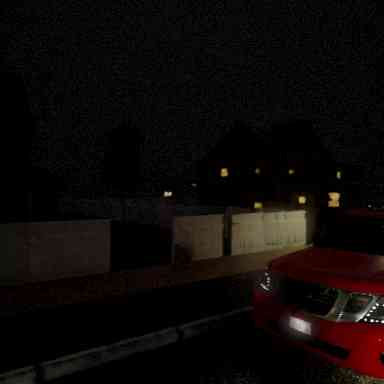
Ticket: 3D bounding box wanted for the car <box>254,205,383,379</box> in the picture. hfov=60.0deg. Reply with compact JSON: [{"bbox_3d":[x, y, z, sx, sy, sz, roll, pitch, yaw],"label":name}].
[{"bbox_3d":[3.550,1.273,5.606,5.566,2.045,2.150,1,0,-36],"label":"car"}]
